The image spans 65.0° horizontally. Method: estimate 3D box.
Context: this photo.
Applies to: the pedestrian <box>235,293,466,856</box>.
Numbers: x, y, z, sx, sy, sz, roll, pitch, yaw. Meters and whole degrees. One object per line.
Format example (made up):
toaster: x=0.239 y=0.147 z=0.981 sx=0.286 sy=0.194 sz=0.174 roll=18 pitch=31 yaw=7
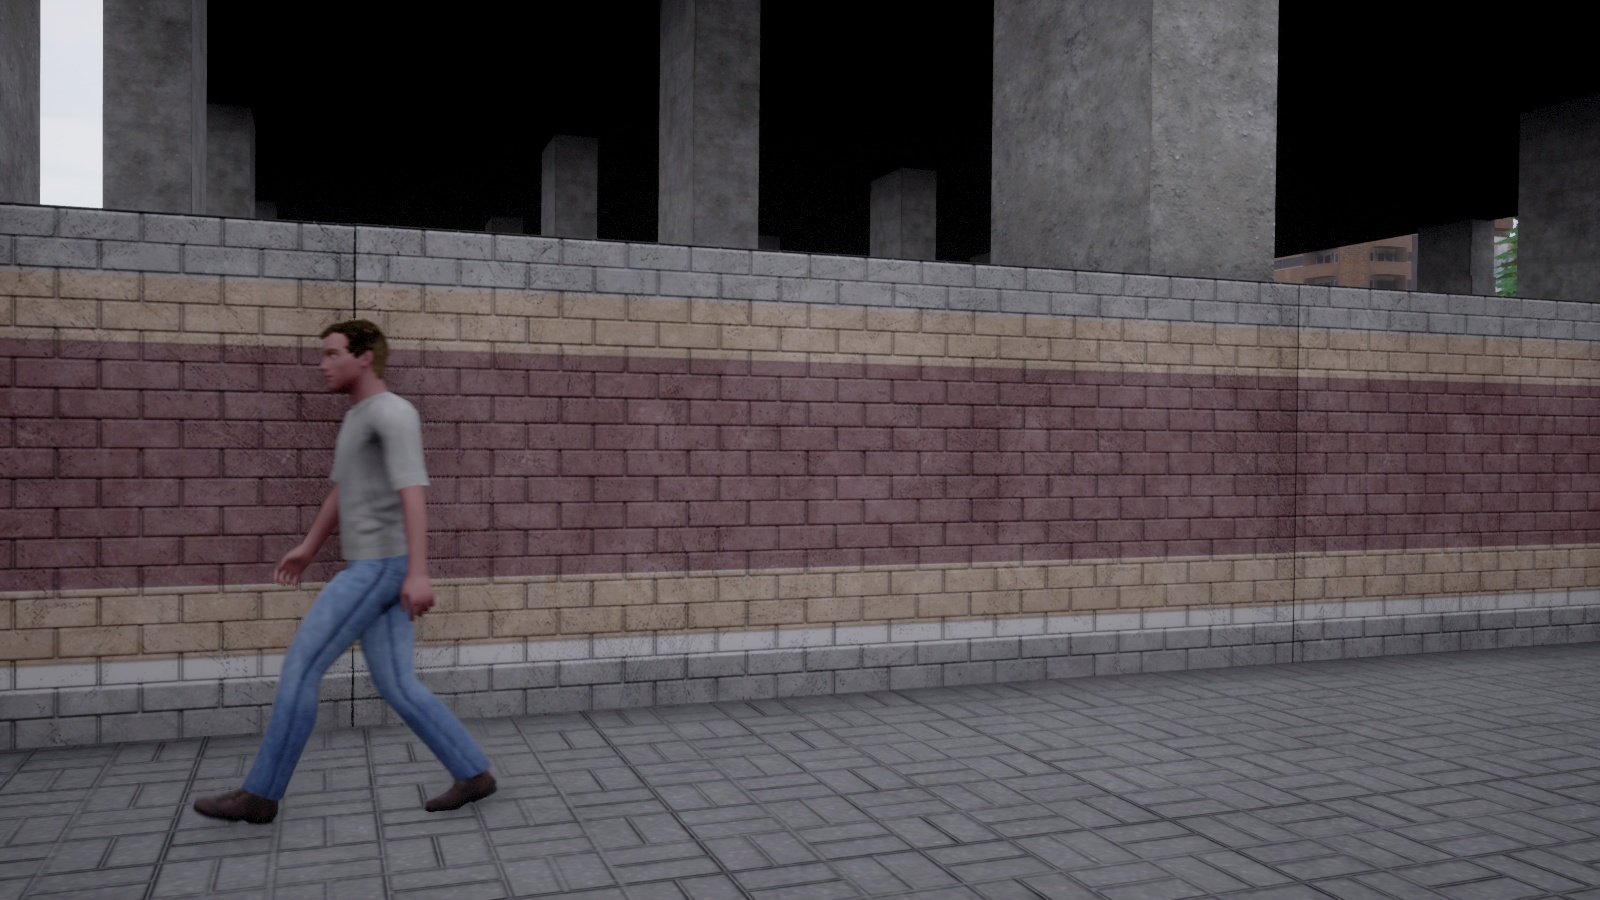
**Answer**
pedestrian: x=-1.573 y=0.402 z=4.395 sx=0.706 sy=1.836 sz=0.354 roll=-1 pitch=1 yaw=-24
